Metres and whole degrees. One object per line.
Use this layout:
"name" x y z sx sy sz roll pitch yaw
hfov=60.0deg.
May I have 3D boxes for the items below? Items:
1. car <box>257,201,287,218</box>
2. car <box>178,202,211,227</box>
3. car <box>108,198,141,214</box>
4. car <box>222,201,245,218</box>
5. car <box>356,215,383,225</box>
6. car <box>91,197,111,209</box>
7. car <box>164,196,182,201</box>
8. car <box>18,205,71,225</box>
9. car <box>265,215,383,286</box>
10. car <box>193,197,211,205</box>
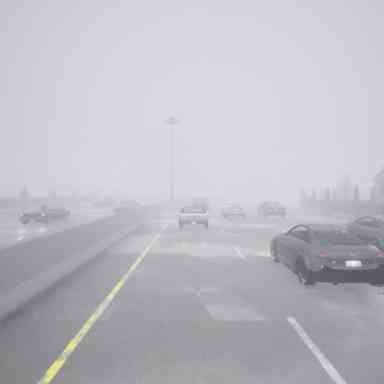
"car" 7.222 1.549 30.422 2.033 1.411 5.357 0 0 2
"car" 0.102 1.602 22.562 1.895 1.301 4.718 0 0 0
"car" -6.701 1.549 35.060 2.033 1.411 5.357 0 0 5
"car" 3.728 1.527 30.284 1.812 1.442 4.674 0 0 2
"car" 7.100 1.565 12.579 1.994 1.385 4.181 0 0 0
"car" -12.233 1.479 46.445 1.882 1.535 5.008 0 0 10
"car" -3.590 1.552 64.673 2.033 1.411 5.357 0 0 20
"car" -10.551 1.602 24.153 1.895 1.301 4.718 0 0 1
"car" 3.600 1.564 9.422 1.994 1.385 4.181 0 0 0
"car" 1.202 1.353 40.680 2.097 1.767 4.553 0 0 7
